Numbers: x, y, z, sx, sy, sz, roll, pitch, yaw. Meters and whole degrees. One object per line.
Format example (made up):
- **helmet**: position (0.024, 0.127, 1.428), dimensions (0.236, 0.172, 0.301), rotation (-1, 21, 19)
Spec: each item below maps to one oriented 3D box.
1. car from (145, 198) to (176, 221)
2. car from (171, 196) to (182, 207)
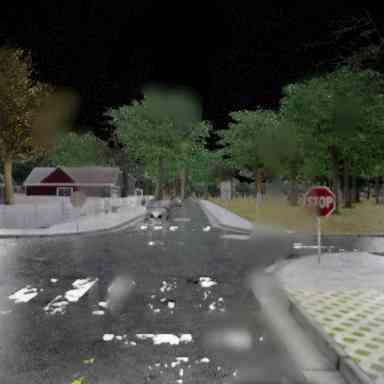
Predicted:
- **car**: position (-2.723, 1.516, 27.643), dimensions (2.128, 1.511, 4.902), rotation (0, 0, 0)
- **car**: position (-2.699, 1.438, 52.612), dimensions (2.097, 1.767, 4.553), rotation (0, 0, 0)
